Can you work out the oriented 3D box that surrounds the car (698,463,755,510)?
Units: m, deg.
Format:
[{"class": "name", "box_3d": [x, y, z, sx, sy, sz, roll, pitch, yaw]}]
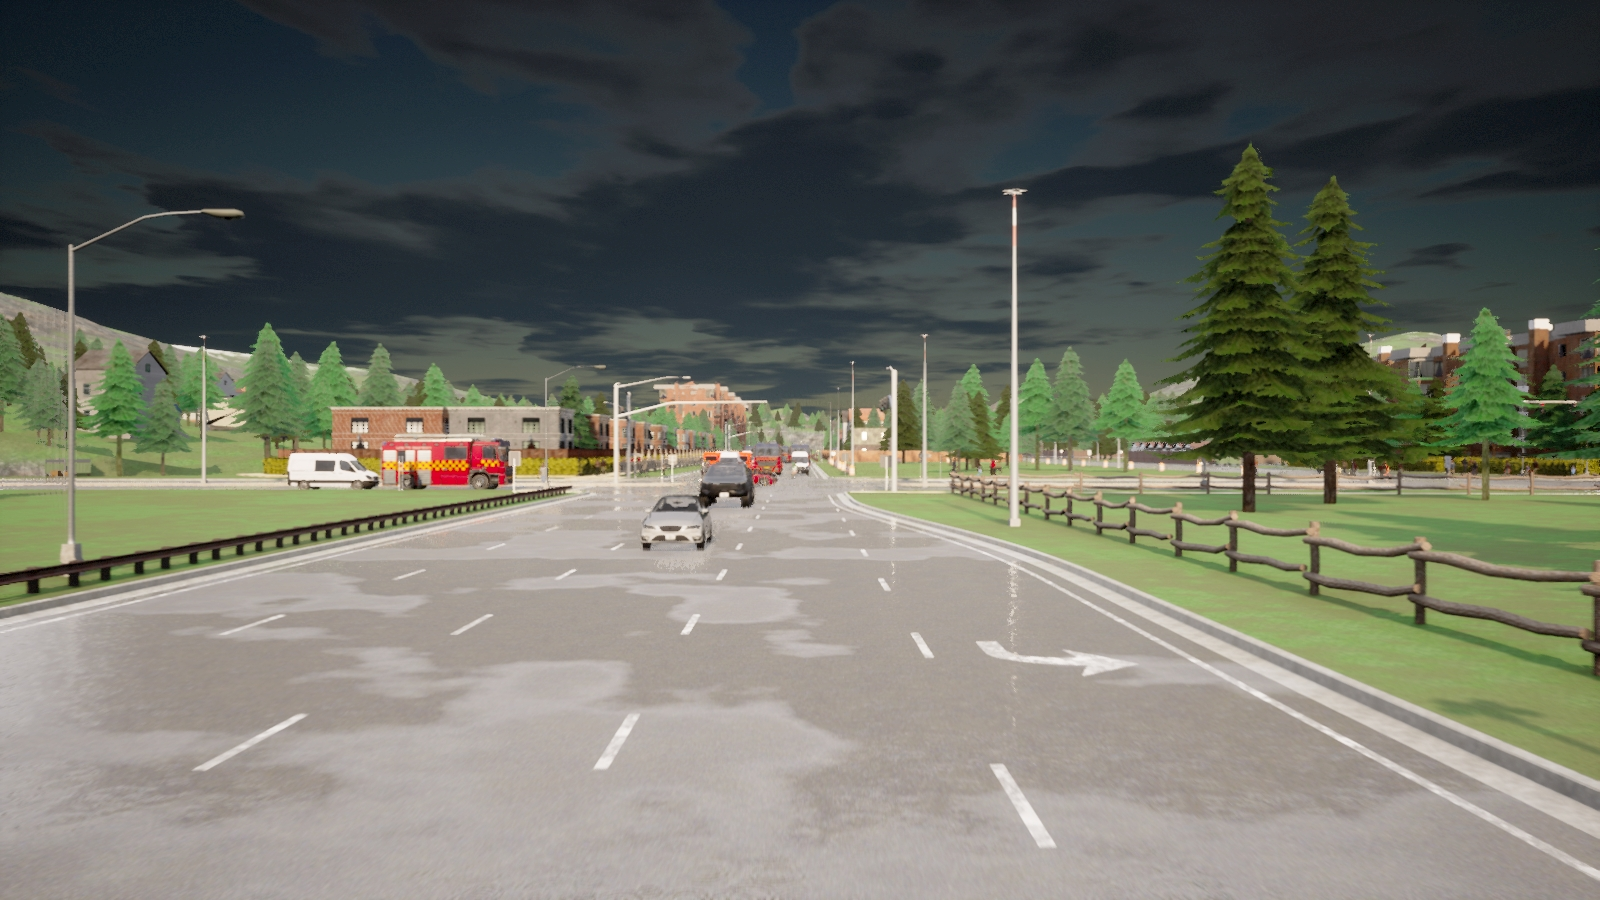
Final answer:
[{"class": "car", "box_3d": [-3.531, 1.733, 56.220, 2.390, 2.098, 6.274, 0, 0, 0]}]

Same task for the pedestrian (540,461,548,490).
[{"class": "pedestrian", "box_3d": [-16.787, 1.669, 74.854, 0.375, 1.860, 0.375, 0, 0, 17]}]

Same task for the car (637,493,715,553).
[{"class": "car", "box_3d": [-3.513, 2.053, 32.996, 1.816, 1.474, 4.193, 0, 0, 0]}]
